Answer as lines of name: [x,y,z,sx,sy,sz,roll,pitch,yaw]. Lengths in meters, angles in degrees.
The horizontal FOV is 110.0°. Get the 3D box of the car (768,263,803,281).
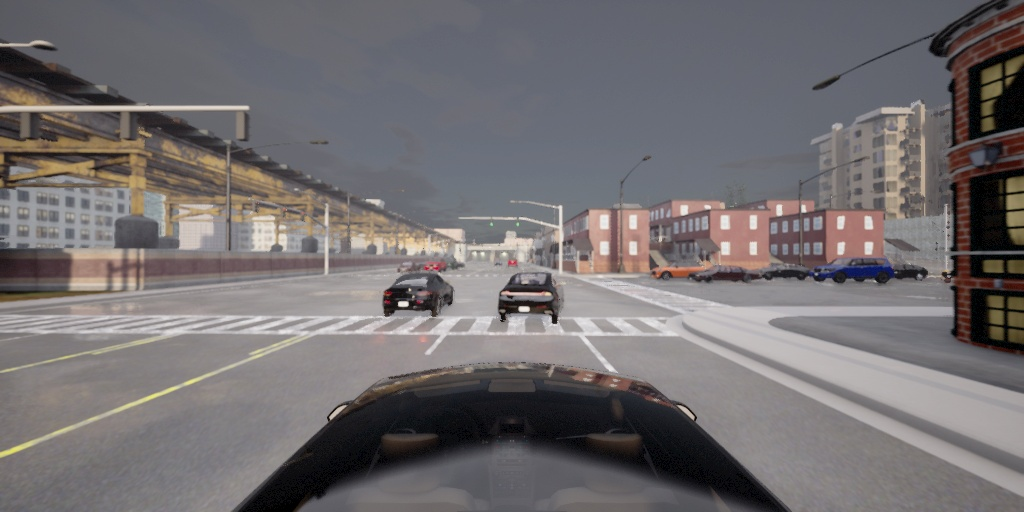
car: [24.044,1.402,32.332,4.902,1.511,2.128,0,0,0]

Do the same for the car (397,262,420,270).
car: [-14.012,1.528,48.663,1.812,1.442,4.674,0,0,0]

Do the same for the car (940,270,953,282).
car: [37.538,1.368,28.779,5.008,1.535,1.882,0,0,1]

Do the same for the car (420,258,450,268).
car: [-10.507,1.228,49.531,2.150,2.045,5.566,0,0,1]

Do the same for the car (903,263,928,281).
car: [34.321,1.415,32.304,4.892,1.490,1.837,0,0,0]

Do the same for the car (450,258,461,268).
car: [-10.432,1.283,59.889,2.150,2.045,5.566,0,0,1]

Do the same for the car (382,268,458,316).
car: [-3.387,1.338,13.499,1.812,1.442,4.674,0,0,0]

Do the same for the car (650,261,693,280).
car: [14.897,1.264,32.345,4.553,1.767,2.097,0,0,0]

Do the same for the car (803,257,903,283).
car: [27.239,1.113,28.827,5.566,2.045,2.150,0,0,0]

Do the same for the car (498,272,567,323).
car: [0.827,1.299,12.511,2.128,1.511,4.902,0,0,11]

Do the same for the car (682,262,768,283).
car: [17.038,1.440,28.851,5.357,1.411,2.033,0,0,0]
